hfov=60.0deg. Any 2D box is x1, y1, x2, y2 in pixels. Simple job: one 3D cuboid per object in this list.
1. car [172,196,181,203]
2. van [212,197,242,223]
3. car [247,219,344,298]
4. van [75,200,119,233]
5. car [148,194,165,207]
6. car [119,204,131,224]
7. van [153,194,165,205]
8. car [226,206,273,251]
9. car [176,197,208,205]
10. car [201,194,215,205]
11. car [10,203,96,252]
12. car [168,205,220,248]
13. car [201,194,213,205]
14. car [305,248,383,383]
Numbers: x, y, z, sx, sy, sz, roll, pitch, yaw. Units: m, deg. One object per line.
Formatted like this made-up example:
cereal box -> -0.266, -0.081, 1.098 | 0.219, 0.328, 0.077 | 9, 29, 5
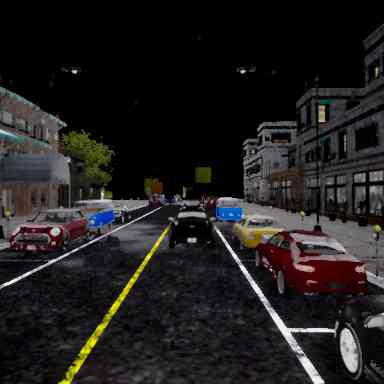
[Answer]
car -> -3.012, 1.478, 67.129 | 2.128, 1.511, 4.902 | 0, 0, 0
van -> 2.702, 1.343, 24.850 | 1.690, 1.788, 3.998 | 1, 0, 0
car -> 2.699, 1.583, 8.220 | 1.802, 1.307, 4.206 | 1, 0, 0
van -> -5.678, 1.343, 19.293 | 1.690, 1.788, 3.998 | 1, 0, 0
car -> -5.677, 1.309, 52.553 | 2.192, 1.841, 5.009 | 1, 0, 0
car -> -5.681, 1.553, 24.837 | 2.008, 1.369, 4.403 | 1, 0, 0
van -> -5.691, 1.332, 58.095 | 1.690, 1.788, 3.998 | 1, 0, 0
car -> 2.700, 1.527, 13.933 | 1.752, 1.417, 4.829 | 1, 0, 0
car -> 0.000, 1.498, 29.652 | 2.128, 1.511, 4.902 | 0, 0, 0
car -> 2.716, 1.306, 58.107 | 2.192, 1.841, 5.009 | 1, 0, 0
car -> -5.680, 1.442, 13.751 | 1.967, 1.590, 4.097 | 1, 0, 0
car -> 0.000, 1.519, 14.650 | 1.837, 1.490, 4.892 | 0, 0, 0
car -> 2.701, 1.437, 47.022 | 1.967, 1.590, 4.097 | 1, 0, 0
car -> 2.699, 1.551, 2.676 | 2.008, 1.369, 4.403 | 1, 0, 0
